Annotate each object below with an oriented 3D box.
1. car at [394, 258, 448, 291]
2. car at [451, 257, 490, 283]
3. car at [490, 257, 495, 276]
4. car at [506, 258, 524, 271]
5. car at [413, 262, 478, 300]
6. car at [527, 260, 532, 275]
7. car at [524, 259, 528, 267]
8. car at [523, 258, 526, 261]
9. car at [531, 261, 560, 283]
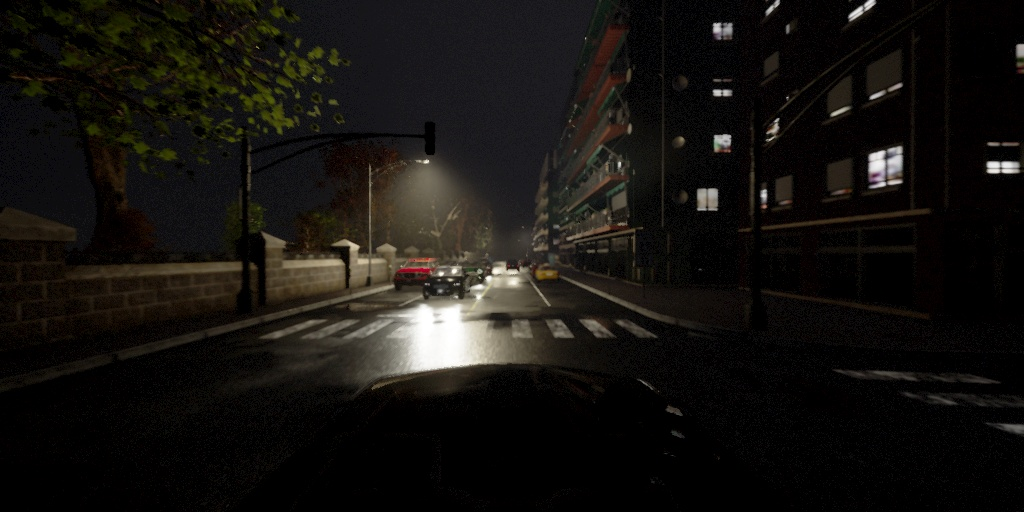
[{"bbox_3d":[-5.689,1.063,22.297,2.192,1.841,5.009,0,0,0],"label":"car"},{"bbox_3d":[-3.100,1.102,27.693,2.097,1.767,4.553,0,0,0],"label":"car"},{"bbox_3d":[-3.091,1.105,37.513,2.097,1.767,4.553,0,0,0],"label":"car"},{"bbox_3d":[0.100,1.304,48.076,2.033,1.411,5.357,0,0,-1],"label":"car"},{"bbox_3d":[-3.107,1.240,17.900,2.128,1.511,4.902,0,0,-1],"label":"car"},{"bbox_3d":[2.691,1.296,33.367,1.888,1.381,4.507,0,0,0],"label":"car"},{"bbox_3d":[2.691,1.304,38.903,2.007,1.370,4.403,0,0,0],"label":"car"},{"bbox_3d":[2.692,1.308,61.043,1.888,1.381,4.507,0,0,0],"label":"car"},{"bbox_3d":[2.691,1.275,28.002,1.751,1.417,4.829,0,0,0],"label":"car"}]
